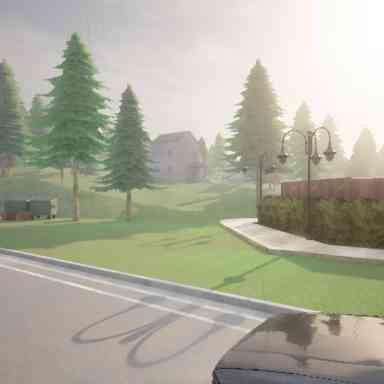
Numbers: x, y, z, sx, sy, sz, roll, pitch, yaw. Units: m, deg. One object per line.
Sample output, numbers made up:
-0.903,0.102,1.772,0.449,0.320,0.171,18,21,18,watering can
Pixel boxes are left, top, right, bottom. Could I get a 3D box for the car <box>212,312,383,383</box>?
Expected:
2.700,1.548,2.058,5.357,1.411,2.033,0,0,36,car
